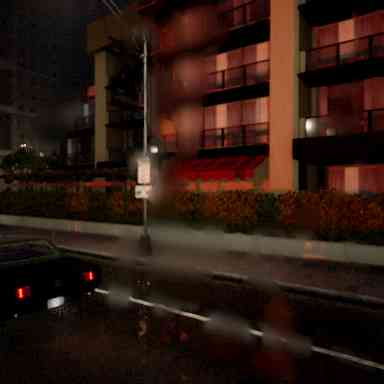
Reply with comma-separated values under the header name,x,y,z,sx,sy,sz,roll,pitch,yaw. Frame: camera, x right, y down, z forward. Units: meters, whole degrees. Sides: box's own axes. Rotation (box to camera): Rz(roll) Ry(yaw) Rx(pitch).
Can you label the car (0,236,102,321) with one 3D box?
name,x,y,z,sx,sy,sz,roll,pitch,yaw
car,-4.118,1.586,6.949,4.718,1.301,1.895,0,0,35
